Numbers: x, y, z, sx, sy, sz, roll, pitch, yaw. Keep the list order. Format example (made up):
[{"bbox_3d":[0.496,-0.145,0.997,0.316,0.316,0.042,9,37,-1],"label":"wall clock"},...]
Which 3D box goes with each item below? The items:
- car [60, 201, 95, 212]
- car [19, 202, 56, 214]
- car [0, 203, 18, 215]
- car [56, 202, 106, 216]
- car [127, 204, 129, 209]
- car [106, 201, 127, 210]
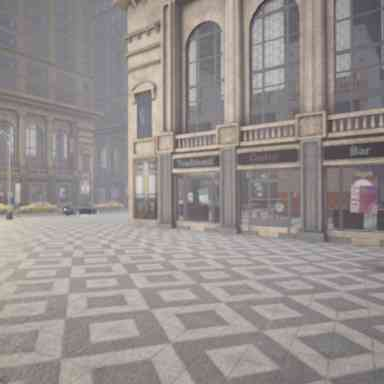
[{"bbox_3d":[-15.731,1.996,45.830,1.947,1.339,4.313,-1,-1,36],"label":"car"},{"bbox_3d":[-19.064,1.881,41.195,1.752,1.417,4.829,-1,-2,36],"label":"car"},{"bbox_3d":[-22.298,1.807,36.697,1.752,1.417,4.829,-1,-2,36],"label":"car"},{"bbox_3d":[-12.038,1.882,36.363,1.947,1.339,4.313,-1,-2,36],"label":"car"},{"bbox_3d":[-9.263,2.137,54.828,1.947,1.339,4.313,-1,-1,36],"label":"car"},{"bbox_3d":[-12.596,2.024,50.192,1.752,1.417,4.829,-1,-1,36],"label":"car"}]
